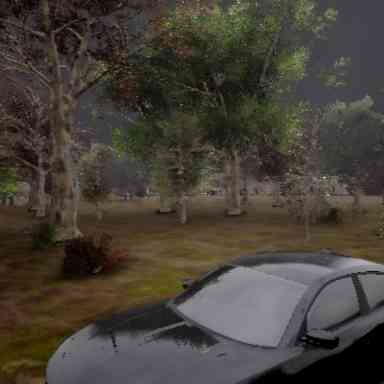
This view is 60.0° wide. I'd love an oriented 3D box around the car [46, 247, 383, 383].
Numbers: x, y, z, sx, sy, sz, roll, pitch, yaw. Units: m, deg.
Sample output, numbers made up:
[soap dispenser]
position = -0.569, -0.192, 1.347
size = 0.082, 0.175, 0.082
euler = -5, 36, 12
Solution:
[car]
position = 1.032, 1.476, 3.763
size = 5.008, 1.535, 1.882
euler = 0, 0, -35
